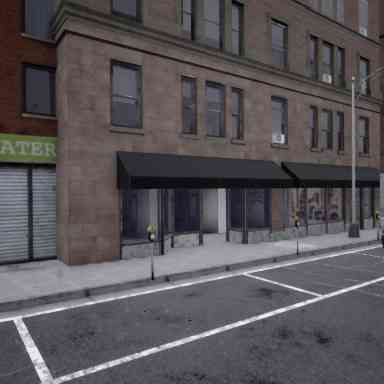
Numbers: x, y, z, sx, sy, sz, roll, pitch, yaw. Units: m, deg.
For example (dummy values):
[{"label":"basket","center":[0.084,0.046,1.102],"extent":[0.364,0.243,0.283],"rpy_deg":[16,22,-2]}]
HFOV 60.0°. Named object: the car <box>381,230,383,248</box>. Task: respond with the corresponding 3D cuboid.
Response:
[{"label":"car","center":[9.185,1.540,13.088],"extent":[4.507,1.381,1.887],"rpy_deg":[0,-1,-35]}]
